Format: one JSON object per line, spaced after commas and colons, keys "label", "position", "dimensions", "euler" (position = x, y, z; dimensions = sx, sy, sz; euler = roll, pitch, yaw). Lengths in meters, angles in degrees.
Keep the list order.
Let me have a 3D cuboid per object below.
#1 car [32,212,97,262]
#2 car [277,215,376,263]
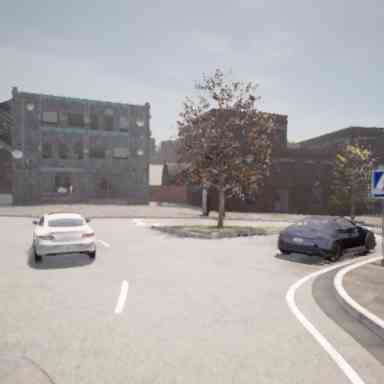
{"label": "car", "position": [-4.557, 1.427, 11.765], "dimensions": [1.812, 1.442, 4.674], "euler": [0, 1, -25]}
{"label": "car", "position": [4.933, 1.544, 11.997], "dimensions": [4.181, 1.385, 1.994], "euler": [1, -1, -41]}
